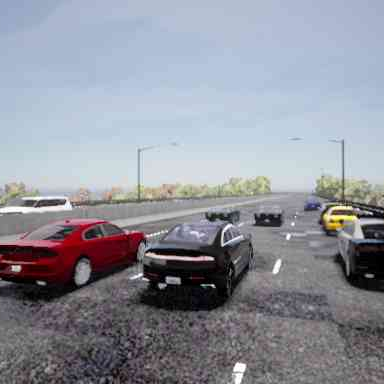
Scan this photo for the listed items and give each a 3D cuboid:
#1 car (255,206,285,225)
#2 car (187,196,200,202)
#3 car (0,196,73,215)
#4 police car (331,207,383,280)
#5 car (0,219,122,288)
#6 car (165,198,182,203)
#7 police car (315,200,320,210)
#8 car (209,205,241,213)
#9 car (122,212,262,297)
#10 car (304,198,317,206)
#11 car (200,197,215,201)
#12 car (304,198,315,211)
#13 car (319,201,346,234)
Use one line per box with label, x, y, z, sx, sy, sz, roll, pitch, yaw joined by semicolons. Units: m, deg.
car;5.948;1.694;25.214;1.895;1.301;4.718;0;0;19
car;0.688;1.613;64.751;2.097;1.767;4.553;0;0;19
car;-10.208;1.330;21.769;2.150;2.045;5.566;0;0;19
police car;5.462;1.457;9.884;1.930;1.638;5.238;0;0;19
car;-3.029;1.523;9.588;1.882;1.535;5.008;0;0;19
car;-3.490;1.864;63.348;1.895;1.301;4.718;0;0;19
police car;10.586;1.510;25.041;1.930;1.638;5.238;0;0;19
car;2.560;1.704;26.123;1.895;1.301;4.718;0;0;19
car;0.409;1.528;8.830;2.128;1.511;4.902;0;0;19
car;21.262;1.752;59.905;2.033;1.411;5.357;0;0;19
car;3.451;1.809;62.052;1.994;1.385;4.181;0;0;19
car;15.420;1.711;42.587;1.994;1.385;4.181;0;0;19
car;8.690;1.521;19.433;1.801;1.575;5.366;0;0;19
